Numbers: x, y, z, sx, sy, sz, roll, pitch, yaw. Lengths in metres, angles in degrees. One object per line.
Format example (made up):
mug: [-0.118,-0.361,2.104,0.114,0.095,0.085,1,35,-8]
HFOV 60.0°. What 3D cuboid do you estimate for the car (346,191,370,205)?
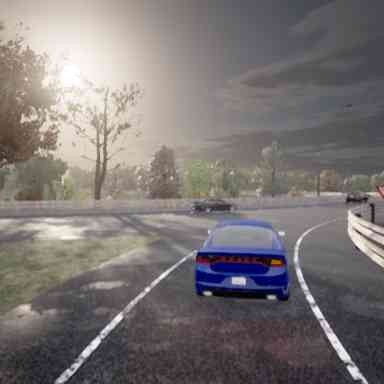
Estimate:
car: [25.825,0.869,52.041,2.150,2.045,5.566,1,1,41]

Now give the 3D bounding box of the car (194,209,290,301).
car: [1.322,1.429,8.384,1.882,1.535,5.008,0,0,11]

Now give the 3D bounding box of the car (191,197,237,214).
car: [2.212,1.276,32.807,4.892,1.490,1.837,0,1,-33]
